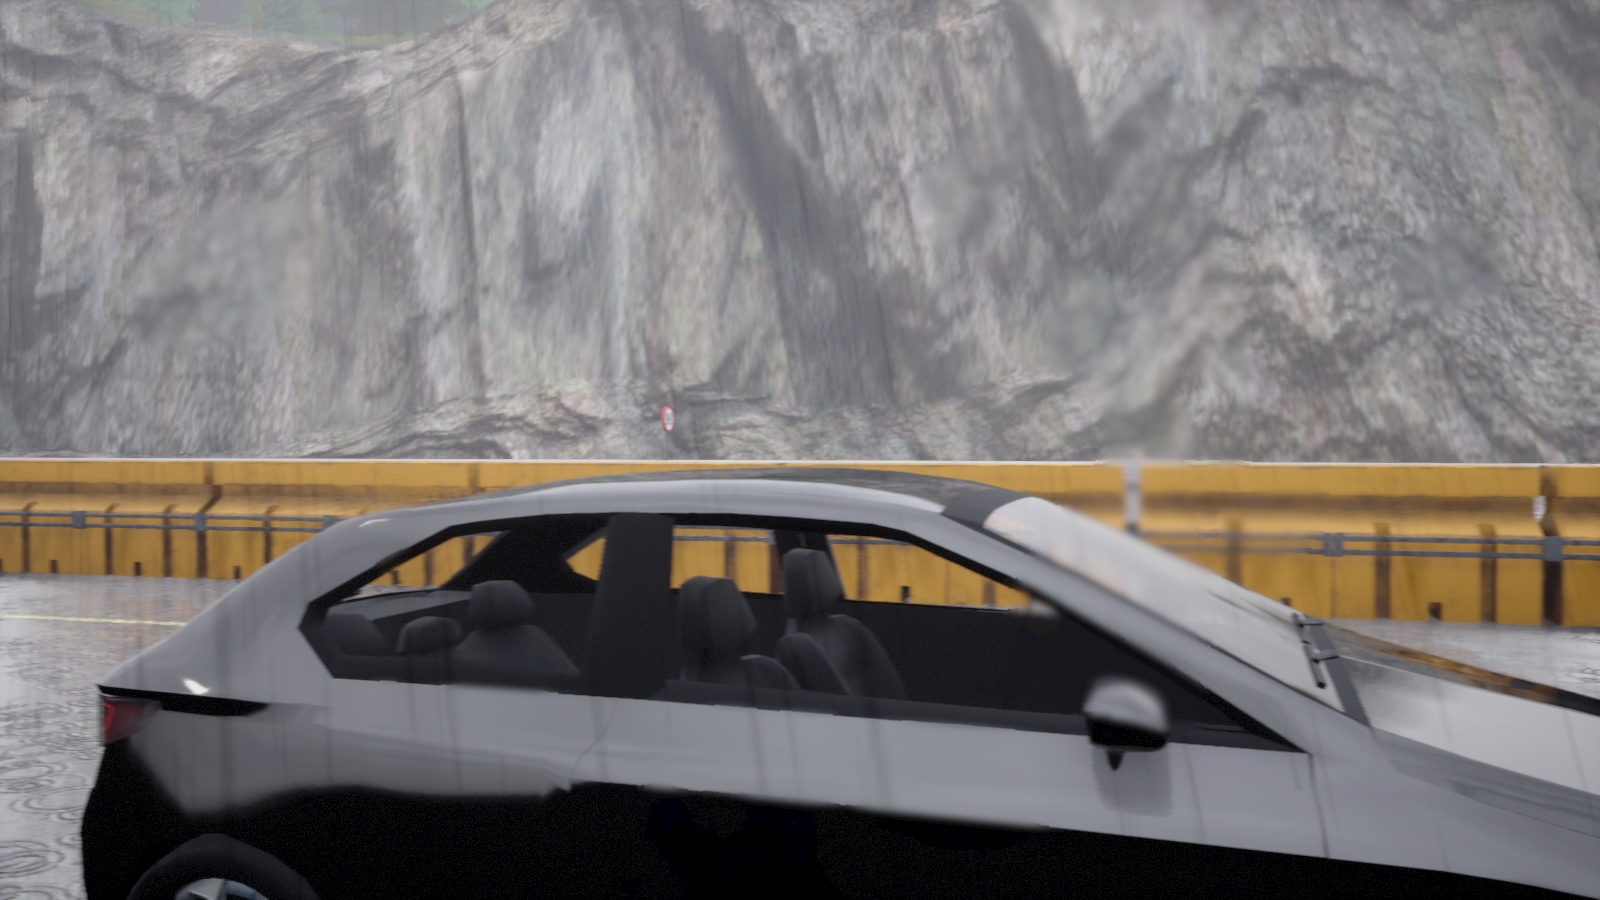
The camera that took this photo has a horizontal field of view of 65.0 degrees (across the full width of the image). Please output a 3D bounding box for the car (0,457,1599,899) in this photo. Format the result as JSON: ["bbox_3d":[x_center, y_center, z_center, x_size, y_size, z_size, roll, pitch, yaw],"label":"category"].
[{"bbox_3d":[0.404,0.792,3.088,4.193,1.474,1.816,1,1,19],"label":"car"}]
